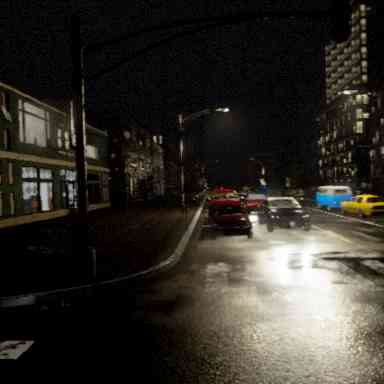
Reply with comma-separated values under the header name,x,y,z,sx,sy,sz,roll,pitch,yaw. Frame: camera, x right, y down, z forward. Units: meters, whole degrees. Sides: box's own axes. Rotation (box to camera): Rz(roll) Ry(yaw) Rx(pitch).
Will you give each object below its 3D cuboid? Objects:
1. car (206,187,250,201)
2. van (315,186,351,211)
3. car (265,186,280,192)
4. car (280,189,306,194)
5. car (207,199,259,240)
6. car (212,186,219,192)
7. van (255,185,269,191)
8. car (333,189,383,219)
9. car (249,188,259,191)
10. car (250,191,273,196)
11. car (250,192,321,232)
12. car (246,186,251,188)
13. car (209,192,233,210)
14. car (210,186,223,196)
name,x,y,z,sx,sy,sz,roll,pitch,yaw
car,1.986,0.811,20.218,2.192,1.841,5.009,-1,1,4
van,10.689,0.449,25.238,1.690,1.788,3.998,-1,1,4
car,12.064,0.157,47.399,1.947,1.339,4.313,-1,1,4
car,11.379,0.400,36.320,2.008,1.369,4.403,-1,1,4
car,1.651,1.207,14.685,1.802,1.307,4.206,-1,1,4
car,6.437,-0.742,92.228,1.967,1.590,4.097,-2,1,4
van,12.742,-0.327,58.472,1.690,1.788,3.998,-2,1,4
car,10.362,0.759,19.872,1.752,1.417,4.829,-1,1,4
car,5.545,0.622,35.369,1.994,1.385,4.181,-2,1,4
car,4.902,0.855,25.405,1.994,1.385,4.181,-2,1,3
car,4.345,0.996,16.292,2.128,1.511,4.902,-2,1,4
car,13.774,-0.489,75.094,1.947,1.339,4.313,-2,1,4
car,2.677,0.788,31.302,2.008,1.369,4.403,-1,1,4
car,4.722,-0.223,64.530,2.192,1.841,5.009,-1,1,4
